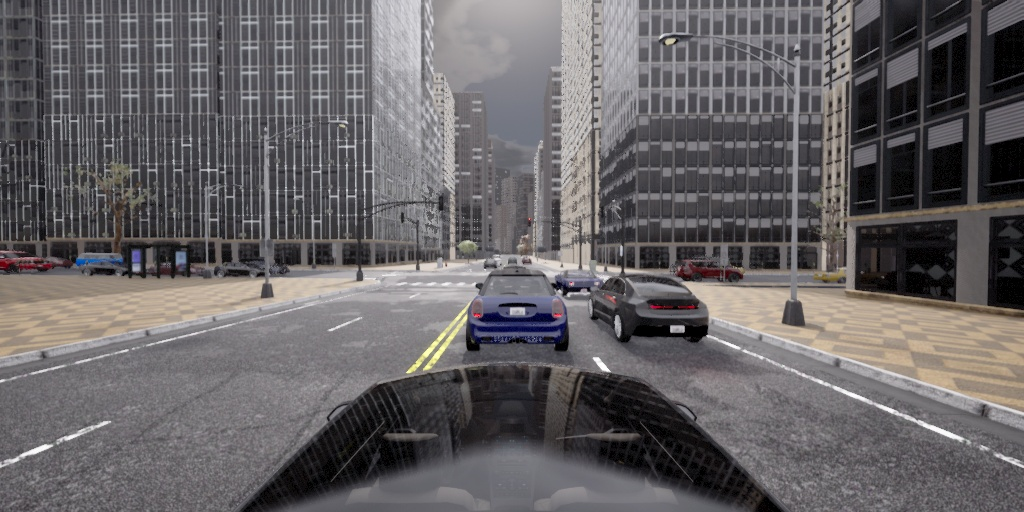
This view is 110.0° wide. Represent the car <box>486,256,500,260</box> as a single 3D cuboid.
[{"bbox_3d":[-3.243,1.177,54.092,1.882,1.535,5.008,0,0,0],"label":"car"}]

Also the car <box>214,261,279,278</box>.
[{"bbox_3d":[-22.683,1.167,30.303,4.313,1.339,1.948,0,0,1],"label":"car"}]

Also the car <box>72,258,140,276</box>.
[{"bbox_3d":[-34.047,1.063,30.629,4.313,1.339,1.948,0,0,1],"label":"car"}]

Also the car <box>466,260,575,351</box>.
[{"bbox_3d":[0.112,1.097,9.112,2.097,1.767,4.553,0,0,0],"label":"car"}]

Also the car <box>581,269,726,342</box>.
[{"bbox_3d":[3.363,1.249,9.718,1.837,1.490,4.892,0,0,0],"label":"car"}]

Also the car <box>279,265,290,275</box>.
[{"bbox_3d":[-22.902,1.119,33.015,4.181,1.385,1.994,1,1,1],"label":"car"}]

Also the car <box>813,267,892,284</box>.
[{"bbox_3d":[27.689,1.573,29.492,4.829,1.417,1.751,0,0,1],"label":"car"}]

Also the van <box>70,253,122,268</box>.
[{"bbox_3d":[-45.223,0.596,39.308,3.998,1.789,1.690,0,0,1],"label":"van"}]

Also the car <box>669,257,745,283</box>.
[{"bbox_3d":[16.241,1.263,29.708,5.009,1.841,2.192,0,0,1],"label":"car"}]

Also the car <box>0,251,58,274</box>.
[{"bbox_3d":[-46.842,0.560,33.573,5.566,2.045,2.150,0,1,2],"label":"car"}]

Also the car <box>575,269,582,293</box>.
[{"bbox_3d":[3.380,1.337,19.028,1.895,1.301,4.718,0,0,0],"label":"car"}]

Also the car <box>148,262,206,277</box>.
[{"bbox_3d":[-28.367,1.132,30.446,4.207,1.307,1.802,0,0,1],"label":"car"}]

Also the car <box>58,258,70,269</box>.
[{"bbox_3d":[-50.905,0.785,39.434,4.207,1.307,1.802,0,0,1],"label":"car"}]

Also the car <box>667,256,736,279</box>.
[{"bbox_3d":[18.628,1.095,35.437,5.566,2.045,2.150,0,1,1],"label":"car"}]
